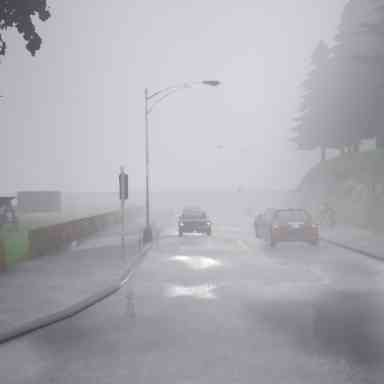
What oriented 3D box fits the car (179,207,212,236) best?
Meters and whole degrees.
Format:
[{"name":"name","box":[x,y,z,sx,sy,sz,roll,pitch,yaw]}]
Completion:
[{"name":"car","box":[0.153,1.840,20.145,1.895,1.301,4.718,-1,-1,-1]}]

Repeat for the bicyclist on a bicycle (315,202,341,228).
[{"name":"bicyclist on a bicycle","box":[8.537,1.471,20.895,1.656,1.620,0.582,-1,-1,-1]}]

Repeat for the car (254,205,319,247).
[{"name":"car","box":[4.327,1.480,15.948,2.097,1.767,4.553,-1,-1,0]}]
